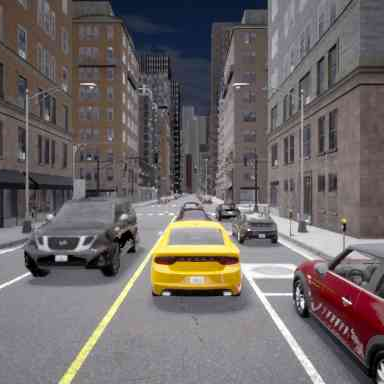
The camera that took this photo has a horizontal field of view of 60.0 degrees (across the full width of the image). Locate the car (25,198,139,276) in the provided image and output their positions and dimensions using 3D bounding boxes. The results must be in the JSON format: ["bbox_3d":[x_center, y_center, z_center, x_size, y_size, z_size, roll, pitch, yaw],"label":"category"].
[{"bbox_3d":[-3.101,1.222,10.656,2.150,2.045,5.566,0,0,0],"label":"car"}]

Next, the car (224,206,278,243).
[{"bbox_3d":[2.848,1.552,15.725,2.008,1.369,4.403,0,0,0],"label":"car"}]

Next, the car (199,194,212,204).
[{"bbox_3d":[2.860,1.485,63.818,1.967,1.590,4.097,0,0,0],"label":"car"}]

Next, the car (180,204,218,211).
[{"bbox_3d":[0.098,1.566,17.643,1.994,1.385,4.181,0,0,-1],"label":"car"}]

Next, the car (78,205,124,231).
[{"bbox_3d":[-5.680,1.584,21.222,1.802,1.307,4.206,0,0,0],"label":"car"}]

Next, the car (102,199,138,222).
[{"bbox_3d":[-5.683,1.444,26.724,1.967,1.590,4.097,0,0,0],"label":"car"}]

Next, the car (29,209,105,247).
[{"bbox_3d":[-5.677,1.567,15.721,1.947,1.339,4.313,0,0,0],"label":"car"}]

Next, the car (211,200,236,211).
[{"bbox_3d":[2.843,1.570,26.727,1.947,1.339,4.313,0,0,0],"label":"car"}]

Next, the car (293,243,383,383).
[{"bbox_3d":[2.853,1.440,4.722,1.967,1.590,4.097,0,0,0],"label":"car"}]

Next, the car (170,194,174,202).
[{"bbox_3d":[-5.650,1.617,74.644,2.008,1.369,4.403,0,0,0],"label":"car"}]

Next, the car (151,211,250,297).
[{"bbox_3d":[0.090,1.478,8.649,1.882,1.535,5.008,0,0,0],"label":"car"}]

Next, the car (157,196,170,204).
[{"bbox_3d":[-5.665,1.627,63.827,1.802,1.307,4.206,0,0,0],"label":"car"}]

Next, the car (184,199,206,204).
[{"bbox_3d":[-0.013,1.529,26.454,1.812,1.442,4.674,0,0,1],"label":"car"}]

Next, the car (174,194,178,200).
[{"bbox_3d":[-5.628,1.639,90.699,1.752,1.417,4.829,0,0,0],"label":"car"}]
